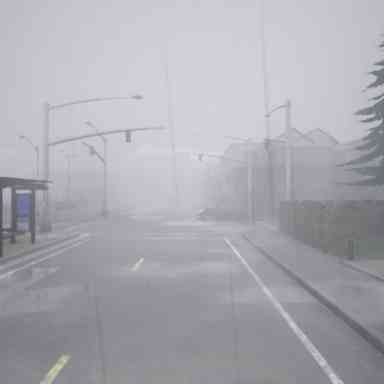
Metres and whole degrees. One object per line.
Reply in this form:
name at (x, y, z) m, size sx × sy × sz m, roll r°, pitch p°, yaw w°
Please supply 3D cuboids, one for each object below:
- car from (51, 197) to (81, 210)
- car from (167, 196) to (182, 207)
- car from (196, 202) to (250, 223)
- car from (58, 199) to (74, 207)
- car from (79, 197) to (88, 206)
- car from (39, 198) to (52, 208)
car at (-18.926, 1.962, 50.208) m, size 2.007 × 1.523 × 4.514 m, roll 0°, pitch -1°, yaw 0°
car at (-3.537, 1.829, 64.550) m, size 2.150 × 2.045 × 5.566 m, roll 0°, pitch -1°, yaw 1°
car at (2.634, 1.668, 28.720) m, size 4.553 × 1.767 × 2.097 m, roll 1°, pitch 0°, yaw 0°
car at (-25.956, 2.199, 68.677) m, size 1.970 × 1.475 × 3.806 m, roll 0°, pitch -1°, yaw 0°
car at (-22.630, 1.909, 68.078) m, size 1.905 × 1.878 × 3.866 m, roll 0°, pitch -1°, yaw 0°
car at (-25.895, 1.855, 60.201) m, size 1.932 × 1.855 × 4.605 m, roll 0°, pitch -1°, yaw 0°
